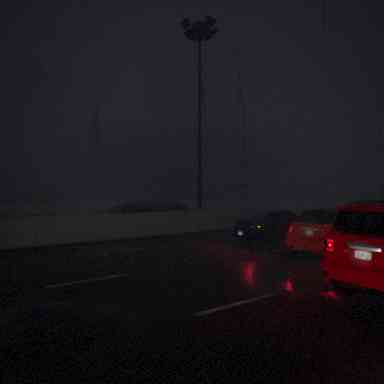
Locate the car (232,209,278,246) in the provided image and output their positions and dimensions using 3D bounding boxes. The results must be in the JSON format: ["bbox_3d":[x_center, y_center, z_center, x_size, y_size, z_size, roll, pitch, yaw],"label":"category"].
[{"bbox_3d":[3.878,1.515,15.124,4.674,1.442,1.812,0,0,-36],"label":"car"}]

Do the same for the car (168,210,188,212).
[{"bbox_3d":[-2.602,1.479,27.946,4.902,1.511,2.128,0,0,-36],"label":"car"}]

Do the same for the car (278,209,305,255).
[{"bbox_3d":[5.517,1.341,11.994,4.553,1.767,2.097,0,0,-36],"label":"car"}]

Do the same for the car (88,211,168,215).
[{"bbox_3d":[-4.418,1.470,22.348,5.008,1.535,1.882,0,0,-36],"label":"car"}]

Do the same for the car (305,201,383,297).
[{"bbox_3d":[5.230,1.213,7.487,5.566,2.045,2.150,0,0,-36],"label":"car"}]
